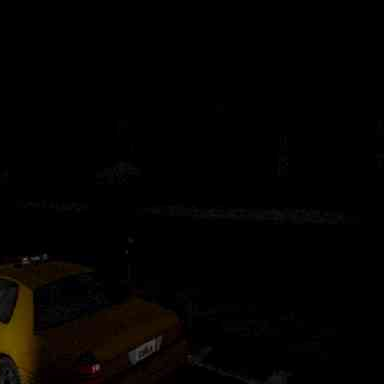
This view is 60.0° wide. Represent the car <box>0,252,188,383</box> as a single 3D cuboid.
[{"bbox_3d":[-2.333,1.525,4.625,4.829,1.417,1.752,0,0,35],"label":"car"}]
